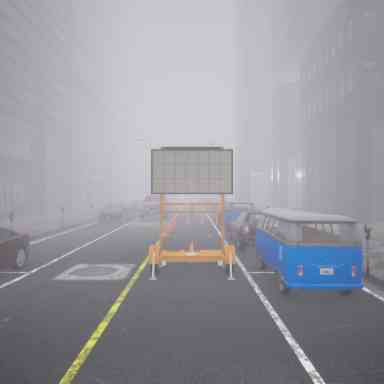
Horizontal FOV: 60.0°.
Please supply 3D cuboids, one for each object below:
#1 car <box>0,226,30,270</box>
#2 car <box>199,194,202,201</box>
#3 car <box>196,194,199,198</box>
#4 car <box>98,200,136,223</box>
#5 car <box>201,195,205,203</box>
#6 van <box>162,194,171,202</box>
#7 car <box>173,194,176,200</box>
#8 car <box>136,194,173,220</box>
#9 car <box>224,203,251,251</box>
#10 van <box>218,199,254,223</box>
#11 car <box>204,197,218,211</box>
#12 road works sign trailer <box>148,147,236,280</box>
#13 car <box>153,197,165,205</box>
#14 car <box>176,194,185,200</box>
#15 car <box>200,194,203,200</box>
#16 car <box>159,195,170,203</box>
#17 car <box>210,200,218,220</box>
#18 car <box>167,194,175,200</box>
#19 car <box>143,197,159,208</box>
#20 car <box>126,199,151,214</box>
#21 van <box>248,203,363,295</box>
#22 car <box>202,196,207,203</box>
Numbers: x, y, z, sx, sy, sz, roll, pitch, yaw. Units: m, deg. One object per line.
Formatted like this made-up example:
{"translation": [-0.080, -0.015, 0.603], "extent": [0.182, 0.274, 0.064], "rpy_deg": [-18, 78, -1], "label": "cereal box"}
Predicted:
{"translation": [-5.848, 1.545, 8.453], "extent": [1.887, 1.381, 4.507], "rpy_deg": [1, 0, 0], "label": "car"}
{"translation": [2.687, 1.510, 59.078], "extent": [1.887, 1.381, 4.507], "rpy_deg": [1, 0, 0], "label": "car"}
{"translation": [2.691, 1.474, 81.577], "extent": [1.887, 1.381, 4.507], "rpy_deg": [1, 0, 0], "label": "car"}
{"translation": [-5.844, 1.540, 25.327], "extent": [1.887, 1.381, 4.507], "rpy_deg": [1, 0, 0], "label": "car"}
{"translation": [2.685, 1.524, 47.828], "extent": [1.887, 1.381, 4.507], "rpy_deg": [1, 0, 0], "label": "car"}
{"translation": [-5.833, 1.280, 75.947], "extent": [1.690, 1.788, 3.998], "rpy_deg": [1, 0, 0], "label": "van"}
{"translation": [-5.834, 1.485, 87.196], "extent": [1.947, 1.339, 4.313], "rpy_deg": [1, 0, 0], "label": "car"}
{"translation": [-3.095, 1.215, 28.714], "extent": [2.150, 2.045, 5.566], "rpy_deg": [0, 0, 0], "label": "car"}
{"translation": [2.680, 1.440, 14.080], "extent": [1.967, 1.590, 4.097], "rpy_deg": [1, 0, 0], "label": "car"}
{"translation": [2.682, 1.339, 19.705], "extent": [1.690, 1.788, 3.998], "rpy_deg": [1, 0, 0], "label": "van"}
{"translation": [2.683, 1.540, 36.579], "extent": [2.008, 1.369, 4.403], "rpy_deg": [1, 0, 0], "label": "car"}
{"translation": [0.003, 0.465, 9.916], "extent": [2.380, 3.560, 2.880], "rpy_deg": [0, 0, 0], "label": "road works sign trailer"}
{"translation": [-5.839, 1.547, 59.074], "extent": [1.802, 1.307, 4.206], "rpy_deg": [1, 0, 0], "label": "car"}
{"translation": [-2.985, 1.138, 89.374], "extent": [2.150, 2.045, 5.566], "rpy_deg": [0, 0, 0], "label": "car"}
{"translation": [2.687, 1.517, 53.453], "extent": [1.887, 1.381, 4.507], "rpy_deg": [1, 0, 0], "label": "car"}
{"translation": [-5.835, 1.388, 70.322], "extent": [1.967, 1.590, 4.097], "rpy_deg": [1, 0, 0], "label": "car"}
{"translation": [2.681, 1.547, 25.330], "extent": [2.008, 1.369, 4.403], "rpy_deg": [1, 0, 0], "label": "car"}
{"translation": [-5.831, 1.349, 92.820], "extent": [1.967, 1.590, 4.097], "rpy_deg": [1, 0, 0], "label": "car"}
{"translation": [-5.840, 1.504, 47.654], "extent": [1.752, 1.417, 4.829], "rpy_deg": [1, 0, 0], "label": "car"}
{"translation": [-5.842, 1.540, 36.575], "extent": [2.008, 1.369, 4.403], "rpy_deg": [1, 0, 0], "label": "car"}
{"translation": [2.680, 1.342, 8.455], "extent": [1.690, 1.788, 3.998], "rpy_deg": [1, 0, 0], "label": "van"}
{"translation": [2.684, 1.529, 42.204], "extent": [1.887, 1.381, 4.507], "rpy_deg": [1, 0, 0], "label": "car"}
